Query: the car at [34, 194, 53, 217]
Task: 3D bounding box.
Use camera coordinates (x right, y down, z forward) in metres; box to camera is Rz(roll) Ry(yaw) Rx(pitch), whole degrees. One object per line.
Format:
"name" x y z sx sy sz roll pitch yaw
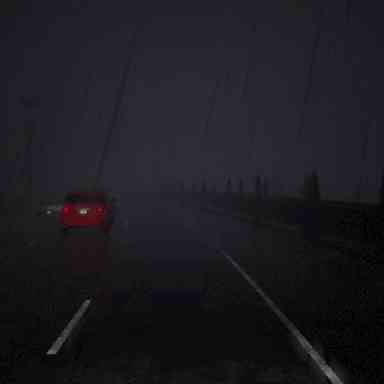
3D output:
"car" -10.700 1.119 25.578 1.895 1.301 4.718 0 1 -16

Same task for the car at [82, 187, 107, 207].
"car" -11.078 0.517 37.448 2.150 2.045 5.566 0 1 -21

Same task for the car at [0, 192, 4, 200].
"car" -25.392 0.741 43.047 2.033 1.411 5.357 -1 1 -28

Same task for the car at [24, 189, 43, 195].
"car" -39.127 -0.080 83.056 5.008 1.535 1.882 1 1 39

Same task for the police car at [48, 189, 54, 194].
"police car" -31.046 0.002 75.782 5.238 1.638 1.930 1 2 45

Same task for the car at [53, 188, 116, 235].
"car" -5.154 0.901 16.954 2.150 2.045 5.566 0 1 -10
